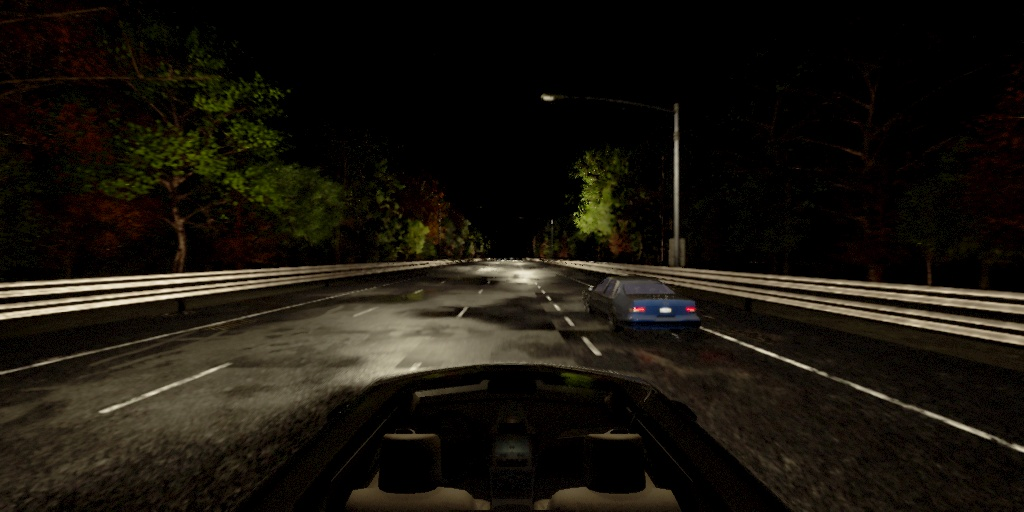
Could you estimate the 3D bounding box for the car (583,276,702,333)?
[{"bbox_3d":[3.514,1.294,10.739,2.033,1.411,5.357,0,0,0],"label":"car"}]
